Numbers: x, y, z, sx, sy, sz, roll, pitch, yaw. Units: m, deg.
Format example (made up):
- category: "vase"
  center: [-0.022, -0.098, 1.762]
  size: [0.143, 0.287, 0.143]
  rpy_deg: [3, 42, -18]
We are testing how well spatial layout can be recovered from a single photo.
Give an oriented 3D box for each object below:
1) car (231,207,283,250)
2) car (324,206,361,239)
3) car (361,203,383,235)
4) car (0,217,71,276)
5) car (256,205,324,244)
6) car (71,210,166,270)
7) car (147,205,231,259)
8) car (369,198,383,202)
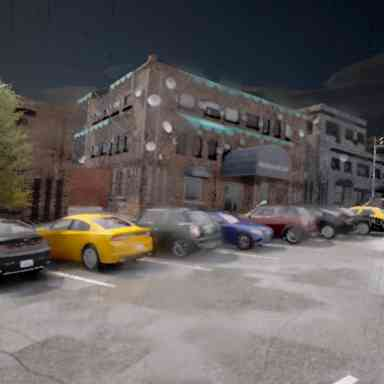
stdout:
- category: "car"
  center: [1.224, 1.550, 14.474]
  size: [4.674, 1.452, 2.002]
  rpy_deg: [-1, -1, 35]
- category: "car"
  center: [6.010, 1.556, 17.862]
  size: [5.008, 1.535, 2.097]
  rpy_deg: [-1, -1, 35]
- category: "car"
  center: [8.393, 1.590, 19.568]
  size: [5.008, 1.535, 2.097]
  rpy_deg: [-1, -1, 35]
- category: "car"
  center: [-5.940, 1.477, 9.343]
  size: [4.892, 1.521, 2.231]
  rpy_deg: [-1, -1, 35]
- category: "car"
  center: [3.634, 1.405, 16.148]
  size: [4.553, 1.767, 2.185]
  rpy_deg: [-1, -1, 35]
- category: "car"
  center: [-3.552, 1.484, 11.054]
  size: [5.008, 1.535, 2.097]
  rpy_deg: [-1, -1, 34]
- category: "car"
  center: [-1.145, 1.370, 12.745]
  size: [4.553, 1.767, 2.185]
  rpy_deg: [-1, -1, 35]
- category: "car"
  center: [13.161, 1.422, 22.970]
  size: [5.566, 2.045, 2.435]
  rpy_deg: [-1, -1, 35]
